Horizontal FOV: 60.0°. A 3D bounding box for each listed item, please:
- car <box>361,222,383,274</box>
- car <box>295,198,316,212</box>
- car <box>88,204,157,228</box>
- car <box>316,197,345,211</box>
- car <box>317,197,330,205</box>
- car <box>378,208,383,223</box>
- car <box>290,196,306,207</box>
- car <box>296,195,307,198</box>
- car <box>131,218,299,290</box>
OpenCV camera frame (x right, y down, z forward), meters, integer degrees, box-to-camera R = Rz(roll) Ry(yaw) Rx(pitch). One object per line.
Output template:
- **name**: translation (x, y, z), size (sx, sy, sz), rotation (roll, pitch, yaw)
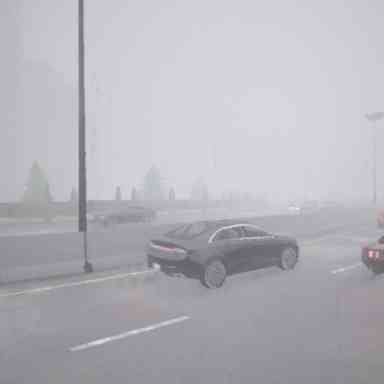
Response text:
- **car**: translation (6.720, 1.625, 9.528), size (4.718, 1.301, 1.895), rotation (0, 0, -42)
- **car**: translation (15.088, 1.781, 42.415), size (2.033, 1.411, 5.357), rotation (0, -1, 30)
- **car**: translation (-4.705, 1.599, 23.050), size (4.902, 1.511, 2.128), rotation (0, 0, -43)
- **car**: translation (15.196, 1.653, 35.916), size (1.882, 1.535, 5.008), rotation (0, -1, 32)
- **car**: translation (29.261, 1.983, 74.146), size (1.837, 1.490, 4.892), rotation (0, -1, 9)
- **car**: translation (14.042, 1.430, 22.270), size (2.097, 1.767, 4.553), rotation (0, 0, 40)
- **car**: translation (17.954, 1.859, 57.138), size (2.128, 1.511, 4.902), rotation (0, -1, 21)
- **car**: translation (26.335, 1.791, 80.549), size (2.150, 2.045, 5.566), rotation (0, -1, 3)
- **car**: translation (1.061, 1.524, 9.287), size (4.902, 1.511, 2.128), rotation (0, 0, -39)
